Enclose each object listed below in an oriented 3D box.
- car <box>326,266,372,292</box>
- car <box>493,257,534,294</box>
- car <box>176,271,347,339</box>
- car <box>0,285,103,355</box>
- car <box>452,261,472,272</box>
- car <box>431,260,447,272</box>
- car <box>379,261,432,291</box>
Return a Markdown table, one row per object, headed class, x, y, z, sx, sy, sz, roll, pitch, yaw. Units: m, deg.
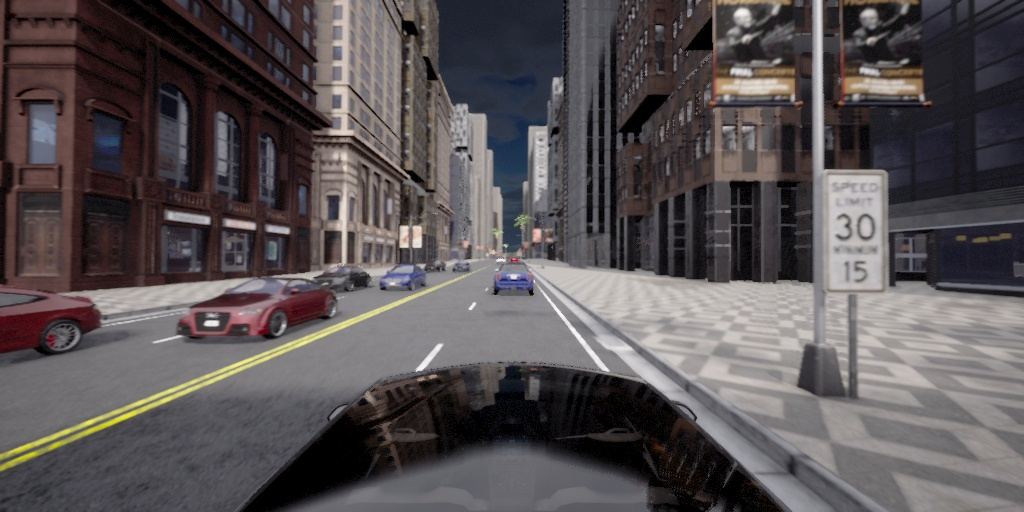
| class | x | y | z | sx | sy | sz | roll | pitch | yaw |
| --- | --- | --- | --- | --- | --- | --- | --- | --- | --- |
| car | -9.735 | 1.276 | 20.755 | 1.994 | 1.385 | 4.181 | 0 | 0 | 1 |
| car | 0.098 | 1.112 | 20.331 | 2.097 | 1.767 | 4.553 | 0 | 0 | 0 |
| car | -6.569 | 1.285 | 9.832 | 1.994 | 1.385 | 4.181 | 0 | 0 | 0 |
| car | -9.835 | 1.230 | 5.860 | 1.812 | 1.442 | 4.674 | 0 | 0 | 0 |
| car | -6.259 | 1.310 | 45.139 | 1.994 | 1.385 | 4.181 | 0 | 0 | 0 |
| car | -9.509 | 1.208 | 45.099 | 1.882 | 1.535 | 5.008 | 0 | 0 | 0 |
| car | -6.476 | 1.254 | 21.827 | 1.812 | 1.442 | 4.674 | 0 | 0 | 1 |
